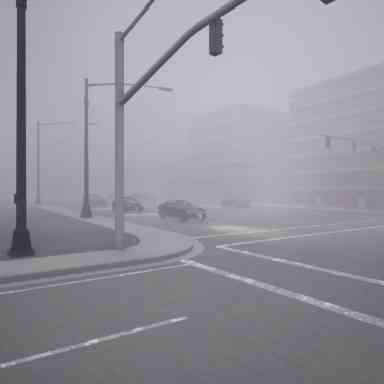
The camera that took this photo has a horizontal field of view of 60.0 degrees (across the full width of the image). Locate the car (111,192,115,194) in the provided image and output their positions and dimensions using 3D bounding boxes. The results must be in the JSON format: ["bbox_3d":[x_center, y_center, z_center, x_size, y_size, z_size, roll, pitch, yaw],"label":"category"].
[{"bbox_3d":[-14.868,0.708,64.337,1.837,1.490,4.892,0,1,-34],"label":"car"}]

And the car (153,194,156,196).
[{"bbox_3d":[-8.314,0.788,61.020,2.128,1.511,4.902,0,1,-34],"label":"car"}]

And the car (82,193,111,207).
[{"bbox_3d":[-12.337,1.013,41.869,1.882,1.535,5.008,0,1,-34],"label":"car"}]

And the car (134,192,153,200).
[{"bbox_3d":[-8.985,0.844,55.730,1.882,1.535,5.008,0,1,-34],"label":"car"}]

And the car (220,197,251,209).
[{"bbox_3d":[5.302,1.284,41.210,1.994,1.385,4.181,0,1,-34],"label":"car"}]

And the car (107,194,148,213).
[{"bbox_3d":[-6.542,1.242,33.376,1.812,1.442,4.674,0,1,-34],"label":"car"}]

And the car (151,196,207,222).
[{"bbox_3d":[-0.814,1.358,24.992,2.128,1.511,4.902,0,1,-34],"label":"car"}]
